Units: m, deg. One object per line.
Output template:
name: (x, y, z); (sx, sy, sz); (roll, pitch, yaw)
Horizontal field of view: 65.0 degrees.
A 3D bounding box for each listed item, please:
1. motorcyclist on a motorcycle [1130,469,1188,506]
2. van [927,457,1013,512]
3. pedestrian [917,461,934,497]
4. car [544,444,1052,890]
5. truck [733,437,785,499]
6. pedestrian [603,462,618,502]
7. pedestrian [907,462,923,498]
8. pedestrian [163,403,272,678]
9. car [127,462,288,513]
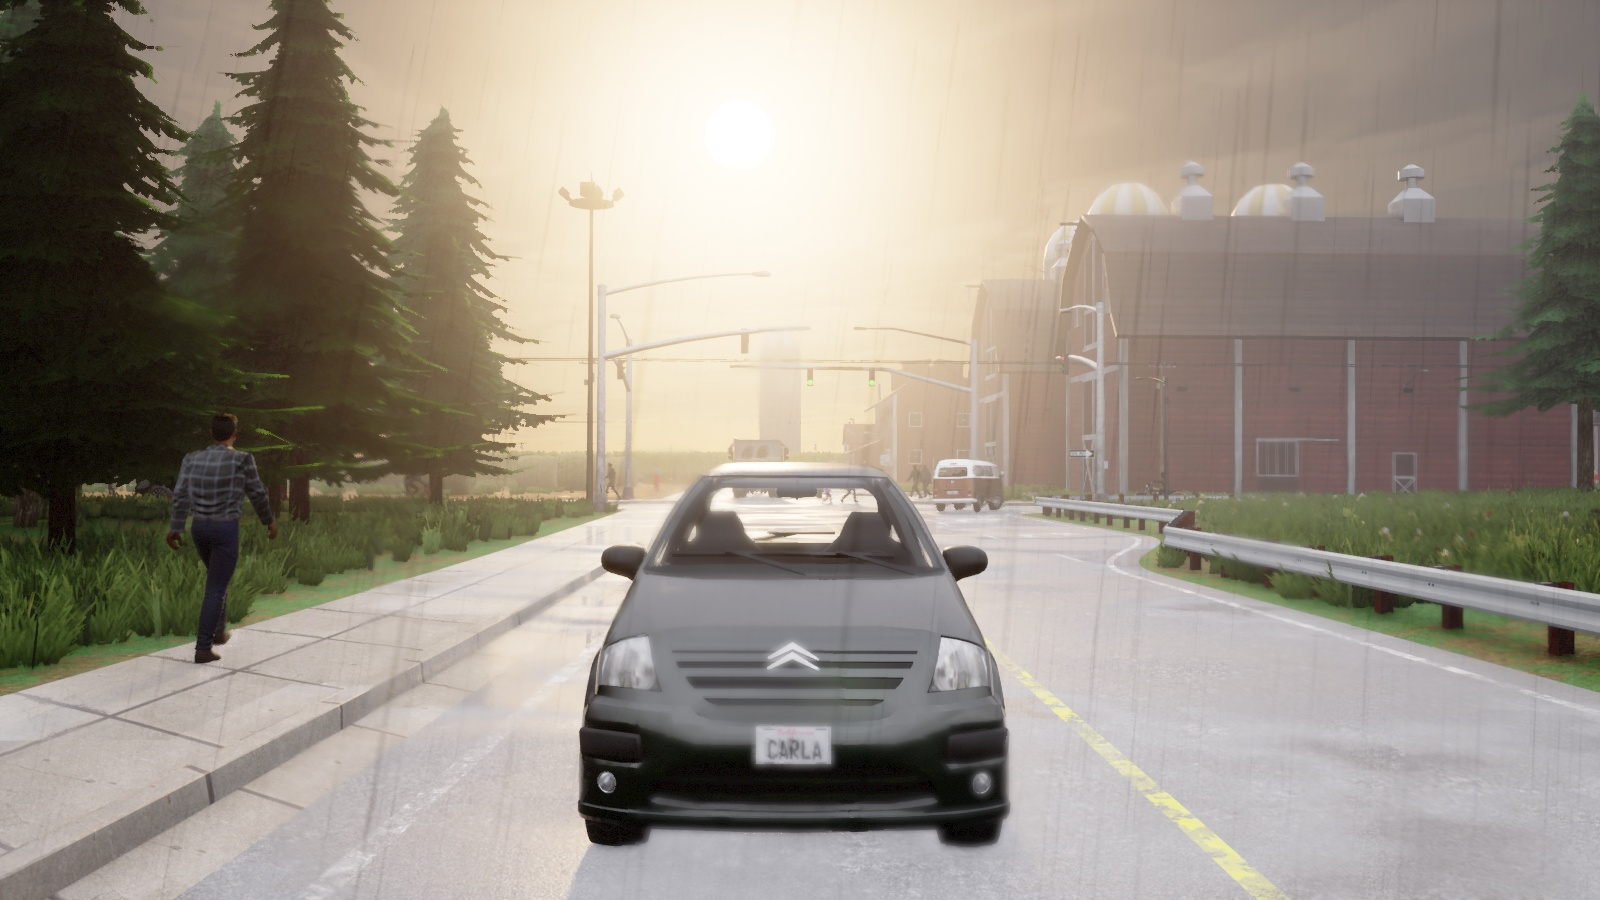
motorcyclist on a motorcycle: (15.962, 1.663, 55.810); (2.350, 1.649, 0.766); (0, -1, -1)
van: (6.816, 1.361, 50.087); (2.069, 2.038, 4.480); (-3, -2, 25)
pedestrian: (6.448, 1.502, 64.524); (0.694, 1.848, 0.540); (1, -1, -38)
car: (-0.021, 0.823, 6.581); (1.851, 1.617, 3.988); (0, -1, 0)
truck: (-2.453, 1.075, 73.816); (2.891, 3.462, 7.936); (0, -1, -2)
pedestrian: (-8.859, 1.505, 58.661); (0.614, 1.847, 0.353); (0, -1, 7)
pedestrian: (5.855, 1.516, 63.981); (0.726, 1.835, 0.370); (0, -1, -36)
pedestrian: (-4.302, 0.650, 9.317); (0.423, 1.949, 0.788); (0, -1, 1)
car: (-24.170, 1.518, 51.378); (5.566, 2.045, 2.150); (0, -1, -1)
